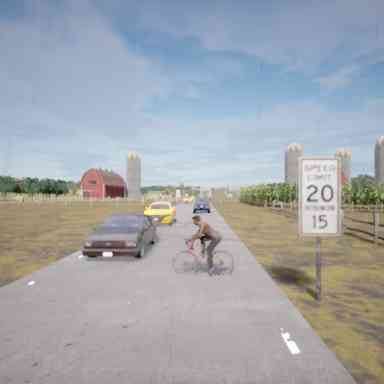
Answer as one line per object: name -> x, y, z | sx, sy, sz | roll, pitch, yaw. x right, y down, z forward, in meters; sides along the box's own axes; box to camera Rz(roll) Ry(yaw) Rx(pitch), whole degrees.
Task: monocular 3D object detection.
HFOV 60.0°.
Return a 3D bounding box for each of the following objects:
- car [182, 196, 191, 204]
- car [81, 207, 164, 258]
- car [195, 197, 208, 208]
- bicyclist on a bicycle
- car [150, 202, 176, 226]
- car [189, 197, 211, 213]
car -> -0.865, 1.637, 66.841 | 1.882, 1.535, 5.008 | 0, 0, 2
car -> -2.529, 1.542, 12.957 | 2.033, 1.411, 5.357 | 0, 0, 2
car -> 1.475, 1.560, 50.349 | 1.837, 1.490, 4.892 | 0, 0, 2
bicyclist on a bicycle -> 0.294, 1.452, 8.934 | 1.656, 1.620, 0.582 | -1, 0, 2
car -> -2.202, 1.468, 23.776 | 1.882, 1.535, 5.008 | 0, 0, 2
car -> 1.093, 1.546, 36.838 | 2.033, 1.411, 5.357 | 0, 0, 2
